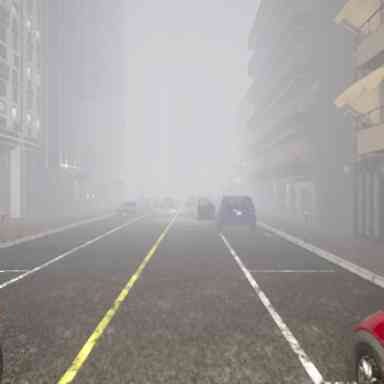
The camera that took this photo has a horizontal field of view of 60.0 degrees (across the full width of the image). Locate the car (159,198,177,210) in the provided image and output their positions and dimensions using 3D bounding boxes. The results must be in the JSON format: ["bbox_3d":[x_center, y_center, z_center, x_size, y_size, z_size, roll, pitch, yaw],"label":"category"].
[{"bbox_3d":[-3.064,1.446,42.498,1.812,1.442,4.674,0,0,0],"label":"car"}]

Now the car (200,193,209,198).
[{"bbox_3d":[2.718,1.345,52.900,1.967,1.590,4.097,0,0,0],"label":"car"}]

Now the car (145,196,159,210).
[{"bbox_3d":[-5.667,1.473,41.607,2.008,1.369,4.403,0,0,0],"label":"car"}]

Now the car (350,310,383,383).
[{"bbox_3d":[2.693,1.435,2.064,1.967,1.590,4.097,0,0,0],"label":"car"}]

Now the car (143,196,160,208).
[{"bbox_3d":[-5.665,1.354,47.257,1.967,1.590,4.097,0,0,0],"label":"car"}]

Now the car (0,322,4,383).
[{"bbox_3d":[-3.099,1.348,1.708,2.097,1.767,4.553,0,0,0],"label":"car"}]

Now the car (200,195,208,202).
[{"bbox_3d":[2.730,1.456,75.495,1.802,1.307,4.206,0,0,0],"label":"car"}]

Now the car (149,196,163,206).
[{"bbox_3d":[-5.662,1.431,52.734,1.752,1.417,4.829,0,0,0],"label":"car"}]

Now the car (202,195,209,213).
[{"bbox_3d":[2.713,1.472,41.604,2.008,1.369,4.403,0,0,0],"label":"car"}]

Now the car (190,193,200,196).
[{"bbox_3d":[0.033,1.371,61.812,1.882,1.535,5.008,0,0,0],"label":"car"}]

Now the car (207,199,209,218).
[{"bbox_3d":[2.707,1.506,30.307,1.947,1.339,4.313,0,0,0],"label":"car"}]

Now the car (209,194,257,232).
[{"bbox_3d":[2.405,1.180,19.750,2.150,2.045,5.566,0,0,0],"label":"car"}]

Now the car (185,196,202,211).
[{"bbox_3d":[0.086,1.517,44.975,1.895,1.301,4.718,0,0,0],"label":"car"}]

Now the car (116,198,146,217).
[{"bbox_3d":[-5.674,1.506,30.310,1.947,1.339,4.313,0,0,0],"label":"car"}]
